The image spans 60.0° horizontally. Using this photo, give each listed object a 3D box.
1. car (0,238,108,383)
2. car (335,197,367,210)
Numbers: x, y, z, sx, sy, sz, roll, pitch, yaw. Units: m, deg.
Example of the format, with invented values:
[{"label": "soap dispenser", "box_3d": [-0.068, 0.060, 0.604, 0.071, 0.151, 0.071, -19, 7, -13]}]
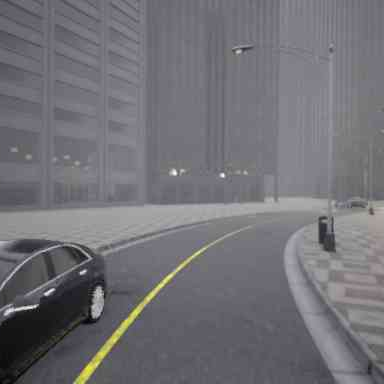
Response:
[{"label": "car", "box_3d": [-2.655, 1.472, 4.359, 1.837, 1.490, 4.892, 0, 0, 7]}, {"label": "car", "box_3d": [19.920, 1.379, 41.749, 4.902, 1.511, 2.128, 0, 1, -33]}]
